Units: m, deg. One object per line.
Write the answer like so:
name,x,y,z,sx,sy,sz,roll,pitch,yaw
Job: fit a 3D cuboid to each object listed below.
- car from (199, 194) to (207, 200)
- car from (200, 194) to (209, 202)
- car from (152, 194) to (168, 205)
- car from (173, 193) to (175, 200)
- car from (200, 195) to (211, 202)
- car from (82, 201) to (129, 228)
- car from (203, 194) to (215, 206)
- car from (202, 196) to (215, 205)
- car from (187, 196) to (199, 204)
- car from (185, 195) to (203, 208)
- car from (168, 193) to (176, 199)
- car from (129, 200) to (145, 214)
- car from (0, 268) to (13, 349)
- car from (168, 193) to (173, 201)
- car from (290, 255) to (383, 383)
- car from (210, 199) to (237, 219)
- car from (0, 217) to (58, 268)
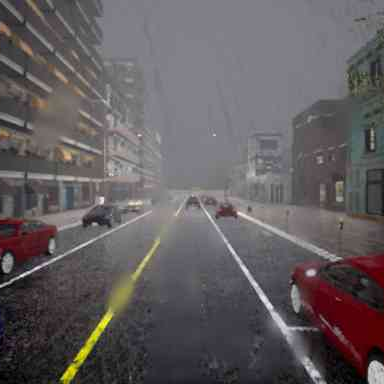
car,2.728,1.290,84.021,1.947,1.339,4.313,-1,0,0
car,2.722,1.286,72.836,1.752,1.417,4.829,-1,0,0
car,-5.669,1.382,55.667,1.947,1.339,4.313,-1,0,0
car,-5.656,1.309,78.377,1.947,1.339,4.313,-1,0,0
car,2.718,1.324,66.988,1.887,1.381,4.507,-1,0,0
car,-5.688,1.494,21.603,1.947,1.339,4.313,-1,0,0
car,2.709,1.400,49.956,1.947,1.339,4.313,-1,0,0
car,2.712,1.367,55.634,2.008,1.369,4.403,-1,0,0
car,0.134,1.356,58.024,2.033,1.411,5.357,0,0,0
car,0.126,1.359,44.365,1.837,1.490,4.892,0,1,0
car,-5.648,1.129,95.409,1.967,1.590,4.097,-1,0,0
car,-5.681,1.441,32.957,2.008,1.369,4.403,-1,0,0
car,-3.095,1.595,1.617,1.895,1.301,4.718,0,0,0
car,-5.659,1.344,72.700,1.802,1.307,4.206,-1,0,0
car,2.683,1.529,4.537,1.887,1.381,4.507,-1,0,0
car,2.696,1.490,27.247,1.802,1.307,4.206,-1,0,0
car,-5.694,1.510,10.248,1.887,1.381,4.507,-1,0,0
